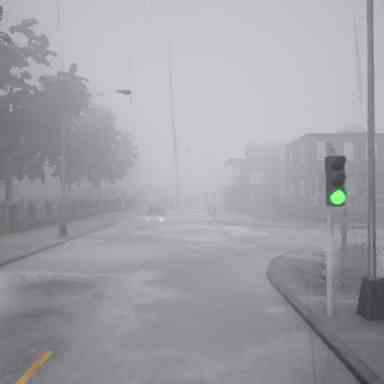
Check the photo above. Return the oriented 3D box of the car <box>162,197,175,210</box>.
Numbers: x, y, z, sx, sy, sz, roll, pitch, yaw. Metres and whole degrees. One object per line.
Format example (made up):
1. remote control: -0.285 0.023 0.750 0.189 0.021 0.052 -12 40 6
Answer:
1. car: -4.026 1.828 54.433 2.150 2.045 5.566 0 -1 0

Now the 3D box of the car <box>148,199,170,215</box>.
1. car: -4.086 1.918 39.638 1.882 1.535 5.008 0 -1 0
